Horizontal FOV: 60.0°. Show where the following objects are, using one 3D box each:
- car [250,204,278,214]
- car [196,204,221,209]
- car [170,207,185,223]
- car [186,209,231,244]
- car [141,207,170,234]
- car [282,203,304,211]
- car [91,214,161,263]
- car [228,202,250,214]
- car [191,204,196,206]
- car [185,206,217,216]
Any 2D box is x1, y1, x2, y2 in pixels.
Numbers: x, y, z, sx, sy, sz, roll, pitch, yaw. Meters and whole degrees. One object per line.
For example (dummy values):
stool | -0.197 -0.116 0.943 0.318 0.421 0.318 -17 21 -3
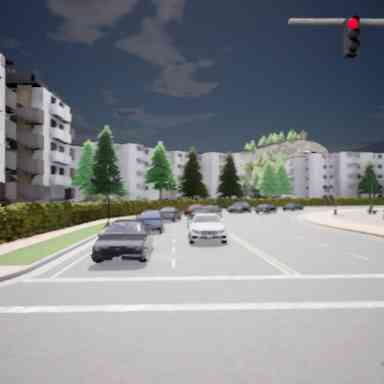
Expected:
car | 10.627 2.366 47.413 2.033 1.411 5.357 -1 -1 32
car | 2.212 2.199 36.823 1.837 1.490 4.892 -1 -1 15
car | -2.215 2.186 32.876 1.812 1.442 4.674 -1 -1 10
car | 0.767 1.871 17.980 1.812 1.442 4.674 -1 -1 -2
car | -2.798 2.000 22.916 1.812 1.442 4.674 -1 -1 0
car | 16.996 2.481 55.683 4.181 1.385 1.994 0 -1 -41
car | -2.545 1.838 13.474 2.033 1.411 5.357 0 -1 -3
car | 6.883 2.222 48.283 2.097 1.767 4.553 -1 -1 30
car | 0.603 2.309 43.125 1.882 1.535 5.008 -1 -1 22
car | 0.747 2.078 26.734 1.994 1.385 4.181 -1 -1 3
